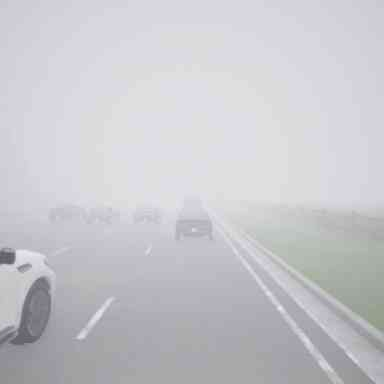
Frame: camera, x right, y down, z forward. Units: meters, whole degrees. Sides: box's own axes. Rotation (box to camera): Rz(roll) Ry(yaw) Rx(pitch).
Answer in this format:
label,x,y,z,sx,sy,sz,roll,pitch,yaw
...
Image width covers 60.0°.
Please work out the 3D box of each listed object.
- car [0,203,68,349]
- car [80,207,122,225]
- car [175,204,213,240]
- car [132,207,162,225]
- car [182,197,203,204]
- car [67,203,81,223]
label,x,y,z,sx,sy,sz,roll,pitch,yaw
car,-3.400,1.249,3.346,2.150,2.045,5.566,0,-1,0
car,-6.907,1.811,26.296,1.895,1.301,4.718,0,0,0
car,0.095,1.621,17.910,1.882,1.535,5.008,0,0,0
car,-3.408,1.811,26.296,1.895,1.301,4.718,0,0,0
car,0.089,1.522,37.475,2.150,2.045,5.566,0,0,0
car,-10.409,1.732,28.192,1.837,1.490,4.892,0,0,0
